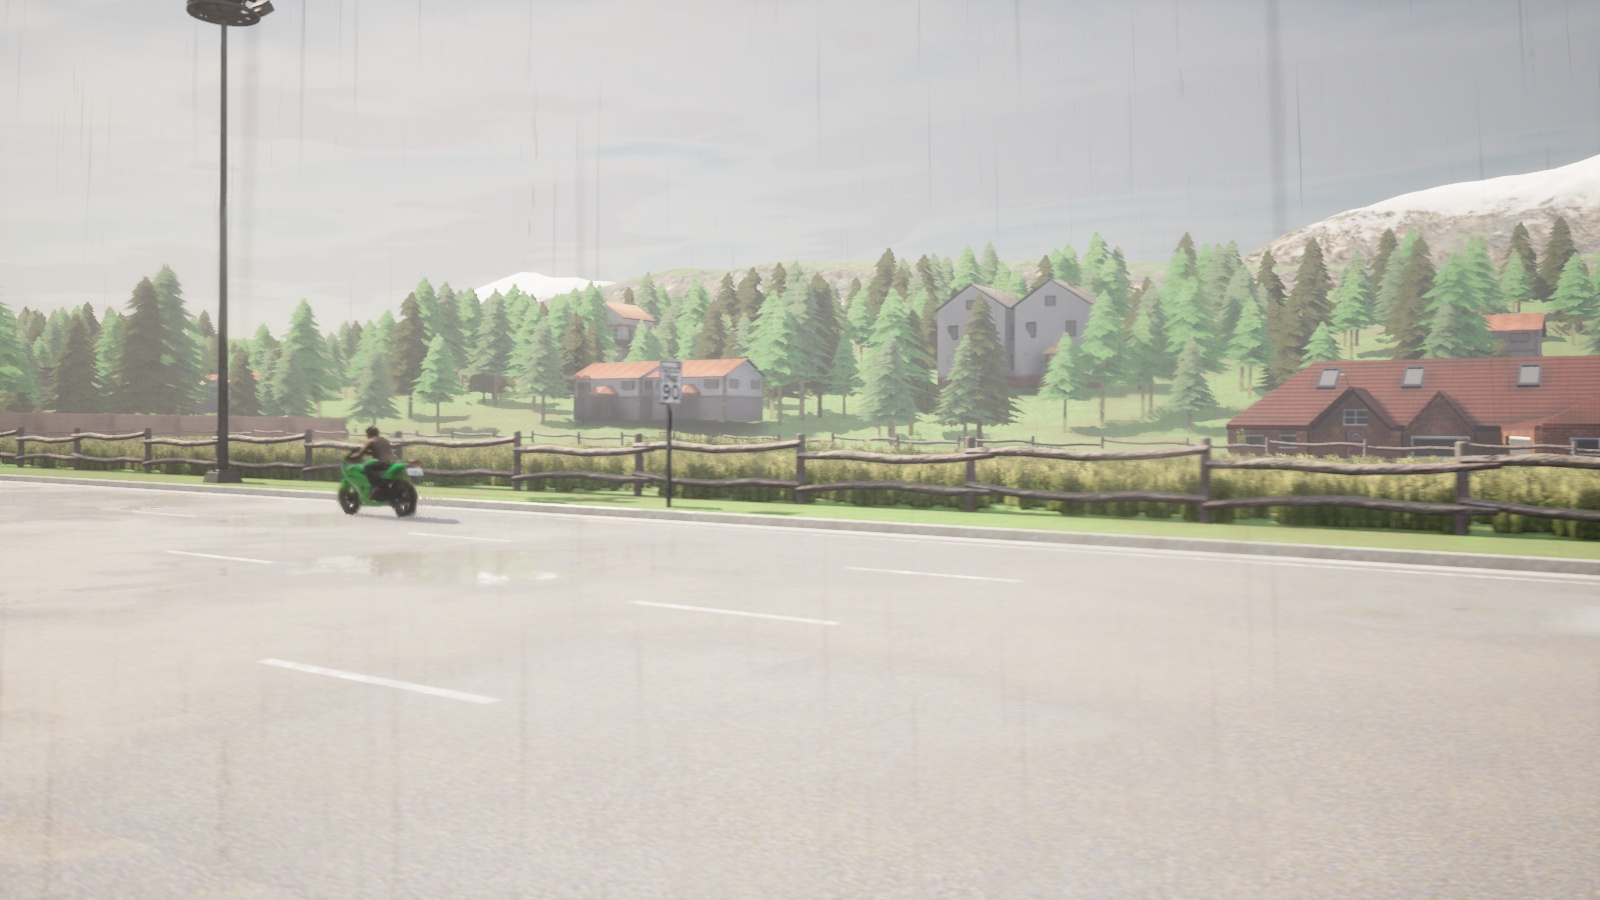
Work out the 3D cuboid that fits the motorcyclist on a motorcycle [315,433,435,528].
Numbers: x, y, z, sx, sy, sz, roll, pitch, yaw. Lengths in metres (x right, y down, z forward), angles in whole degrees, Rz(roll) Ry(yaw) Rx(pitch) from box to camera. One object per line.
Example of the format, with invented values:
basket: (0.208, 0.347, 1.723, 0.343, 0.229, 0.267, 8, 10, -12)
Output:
motorcyclist on a motorcycle: (-7.099, 0.491, 20.944, 2.044, 1.523, 0.797, 0, 1, 34)
